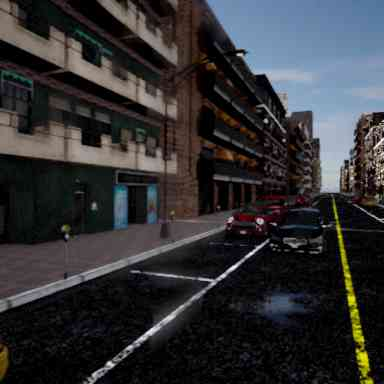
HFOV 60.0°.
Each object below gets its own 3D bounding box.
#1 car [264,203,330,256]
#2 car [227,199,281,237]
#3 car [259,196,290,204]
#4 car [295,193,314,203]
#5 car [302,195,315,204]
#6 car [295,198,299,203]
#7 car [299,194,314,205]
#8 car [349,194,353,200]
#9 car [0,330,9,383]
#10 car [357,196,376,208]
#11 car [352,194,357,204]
[{"bbox_3d":[4.281,1.439,13.056,1.837,1.490,4.892,0,2,23],"label":"car"},{"bbox_3d":[3.179,1.352,17.370,1.967,1.590,4.097,1,0,23],"label":"car"},{"bbox_3d":[5.367,1.205,22.564,2.192,1.841,5.009,1,0,23],"label":"car"},{"bbox_3d":[16.297,1.092,48.539,2.192,1.841,5.009,1,0,23],"label":"car"},{"bbox_3d":[20.668,1.275,58.931,1.887,1.381,4.507,1,0,23],"label":"car"},{"bbox_3d":[7.551,1.450,27.761,1.802,1.307,4.206,1,0,23],"label":"car"},{"bbox_3d":[18.482,1.194,53.734,1.967,1.590,4.097,1,0,23],"label":"car"},{"bbox_3d":[37.135,1.229,76.456,2.008,1.369,4.403,1,0,23],"label":"car"},{"bbox_3d":[-3.446,1.504,1.627,1.752,1.417,4.829,1,0,23],"label":"car"},{"bbox_3d":[24.084,1.342,45.443,1.752,1.417,4.829,1,0,23],"label":"car"},{"bbox_3d":[28.391,1.316,55.677,1.887,1.381,4.507,1,0,23],"label":"car"}]
